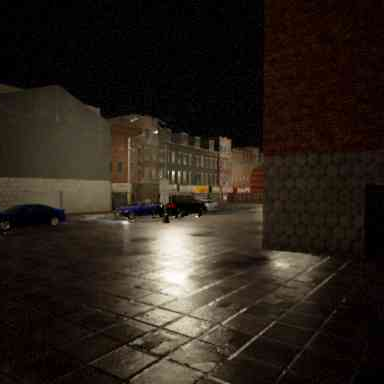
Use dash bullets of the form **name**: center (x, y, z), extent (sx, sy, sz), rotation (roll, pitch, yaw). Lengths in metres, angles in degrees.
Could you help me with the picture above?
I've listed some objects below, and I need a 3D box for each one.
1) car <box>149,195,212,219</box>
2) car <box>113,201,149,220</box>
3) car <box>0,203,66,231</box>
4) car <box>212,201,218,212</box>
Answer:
- **car**: center (-0.878, 1.271, 29.394), extent (2.150, 2.045, 5.566), rotation (1, 0, 36)
- **car**: center (-4.734, 1.552, 29.034), extent (1.812, 1.442, 4.674), rotation (0, 0, 36)
- **car**: center (-10.496, 1.490, 20.991), extent (1.882, 1.535, 5.008), rotation (0, 0, 36)
- **car**: center (1.222, 1.569, 37.346), extent (1.812, 1.442, 4.674), rotation (0, 0, 36)
